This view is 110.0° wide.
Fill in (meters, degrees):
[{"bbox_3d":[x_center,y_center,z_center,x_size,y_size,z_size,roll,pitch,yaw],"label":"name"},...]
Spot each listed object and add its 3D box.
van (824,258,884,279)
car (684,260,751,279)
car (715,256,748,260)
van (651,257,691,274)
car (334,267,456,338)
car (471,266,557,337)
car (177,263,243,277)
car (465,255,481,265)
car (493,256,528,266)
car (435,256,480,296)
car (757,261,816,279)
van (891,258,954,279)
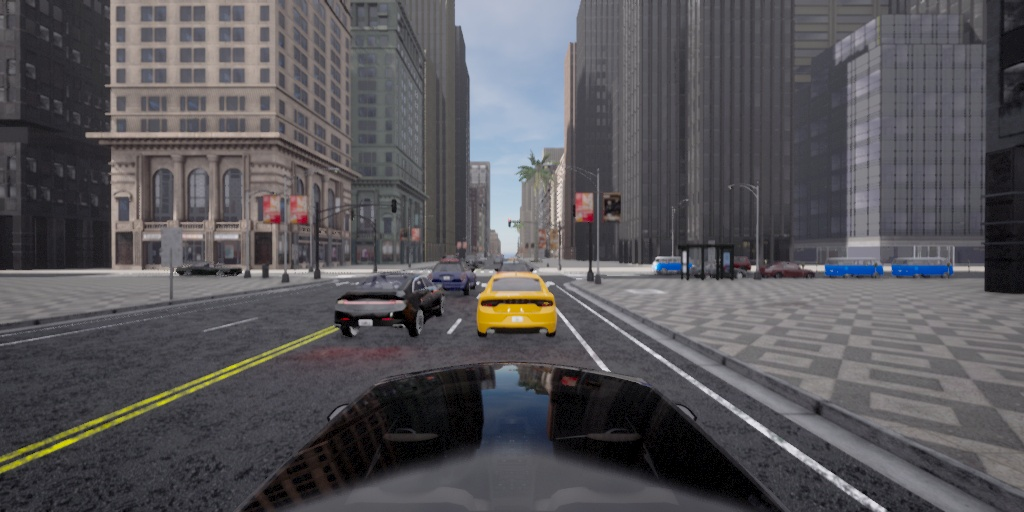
[{"bbox_3d":[28.462,1.026,29.851,3.998,1.789,1.690,0,0,0],"label":"van"},{"bbox_3d":[17.107,1.243,29.862,4.403,1.370,2.007,0,0,0],"label":"car"},{"bbox_3d":[22.791,0.963,38.382,5.009,1.841,2.192,0,0,0],"label":"car"},{"bbox_3d":[17.114,0.993,38.387,3.998,1.789,1.690,0,0,0],"label":"van"},{"bbox_3d":[-3.140,1.224,10.151,2.128,1.511,4.902,0,0,0],"label":"car"},{"bbox_3d":[0.109,1.211,10.241,1.882,1.535,5.008,0,0,0],"label":"car"},{"bbox_3d":[-27.380,1.320,32.644,4.718,1.301,1.895,0,0,0],"label":"car"},{"bbox_3d":[-6.509,0.869,55.234,2.150,2.045,5.566,0,0,0],"label":"car"},{"bbox_3d":[0.123,1.068,19.314,2.097,1.767,4.553,0,0,0],"label":"car"},{"bbox_3d":[-3.127,1.068,19.289,2.097,1.767,4.553,0,0,0],"label":"car"},{"bbox_3d":[22.785,1.271,29.857,4.207,1.307,1.802,0,0,0],"label":"car"},{"bbox_3d":[34.139,1.024,29.846,3.998,1.789,1.690,0,0,0],"label":"van"}]
